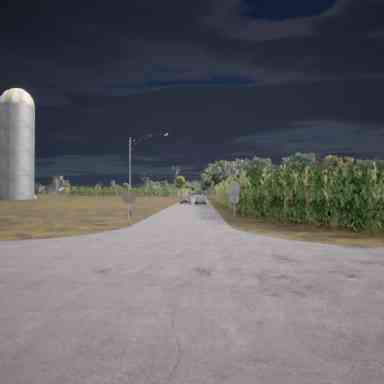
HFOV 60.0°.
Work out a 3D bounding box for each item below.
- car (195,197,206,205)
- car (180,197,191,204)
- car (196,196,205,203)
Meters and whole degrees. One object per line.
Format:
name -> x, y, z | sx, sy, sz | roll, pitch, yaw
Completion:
car -> 1.486, 1.540, 57.684 | 1.994, 1.385, 4.181 | 0, 0, 1
car -> -1.159, 1.536, 61.923 | 1.994, 1.385, 4.181 | 0, 0, 1
car -> 1.737, 1.568, 67.717 | 1.895, 1.301, 4.718 | 0, 0, 1
